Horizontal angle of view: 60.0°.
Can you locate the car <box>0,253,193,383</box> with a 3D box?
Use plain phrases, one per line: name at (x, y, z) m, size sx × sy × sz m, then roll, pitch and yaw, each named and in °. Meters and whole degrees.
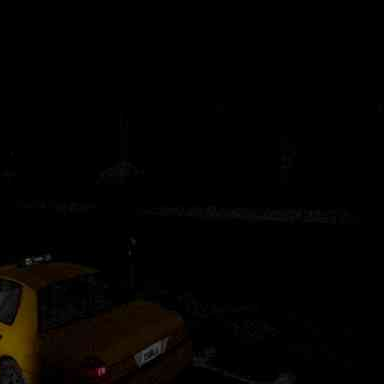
car at (-2.271, 1.525, 4.578) m, size 4.829 × 1.417 × 1.752 m, roll 0°, pitch 0°, yaw 35°
